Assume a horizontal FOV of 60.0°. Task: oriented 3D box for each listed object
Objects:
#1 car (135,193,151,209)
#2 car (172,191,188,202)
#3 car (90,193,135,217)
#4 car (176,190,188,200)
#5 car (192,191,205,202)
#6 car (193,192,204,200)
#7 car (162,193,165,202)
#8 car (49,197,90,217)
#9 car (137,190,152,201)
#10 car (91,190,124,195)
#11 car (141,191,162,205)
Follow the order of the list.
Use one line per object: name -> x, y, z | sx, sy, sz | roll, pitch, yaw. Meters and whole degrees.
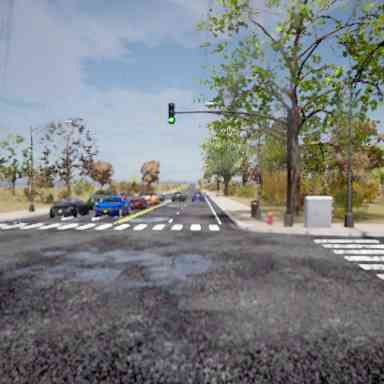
car -> -6.057, 1.107, 35.877 | 1.994, 1.385, 4.181 | 0, 1, 2
car -> -2.230, 0.684, 55.725 | 2.097, 1.767, 4.553 | 0, 1, 1
car -> -6.288, 1.116, 26.897 | 1.882, 1.535, 5.008 | 0, 1, 2
car -> -1.980, 0.569, 65.757 | 2.097, 1.767, 4.553 | 0, 1, 1
car -> 1.018, 0.693, 55.611 | 2.097, 1.767, 4.553 | 0, 1, 1
car -> 1.270, 0.789, 65.709 | 1.994, 1.385, 4.181 | 0, 1, 1
car -> -5.542, 0.876, 55.366 | 2.033, 1.411, 5.357 | 0, 1, 2
car -> -9.556, 1.202, 26.221 | 1.994, 1.385, 4.181 | 0, 1, 2
car -> -8.613, 0.612, 60.629 | 2.097, 1.767, 4.553 | 0, 1, 2
car -> -9.323, 0.760, 35.565 | 2.150, 2.045, 5.566 | 0, 1, 2
car -> -5.813, 0.788, 45.767 | 2.097, 1.767, 4.553 | 0, 1, 2
